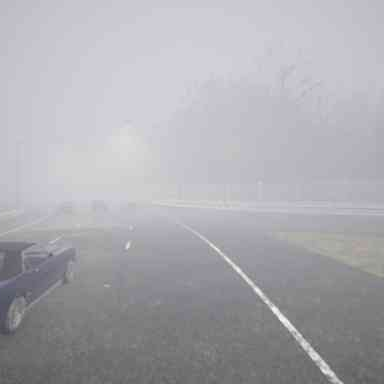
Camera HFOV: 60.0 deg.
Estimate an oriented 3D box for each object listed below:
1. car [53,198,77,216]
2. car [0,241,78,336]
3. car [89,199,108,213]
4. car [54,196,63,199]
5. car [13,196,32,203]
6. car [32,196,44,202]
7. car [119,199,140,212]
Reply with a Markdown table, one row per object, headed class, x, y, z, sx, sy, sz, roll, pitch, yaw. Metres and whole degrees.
| class | x | y | z | sx | sy | sz | roll | pitch | yaw |
| --- | --- | --- | --- | --- | --- | --- | --- | --- | --- |
| car | -13.047 | 1.647 | 34.613 | 2.033 | 1.411 | 5.357 | 0 | 0 | -19 |
| car | -3.783 | 1.629 | 6.610 | 1.895 | 1.301 | 4.718 | 0 | 0 | -4 |
| car | -10.946 | 1.593 | 39.011 | 1.837 | 1.490 | 4.892 | 0 | 0 | -21 |
| car | -32.272 | 1.583 | 80.572 | 1.812 | 1.442 | 4.674 | 0 | 0 | -33 |
| car | -39.098 | 1.629 | 75.758 | 4.902 | 1.511 | 2.128 | 0 | 0 | 42 |
| car | -36.661 | 1.683 | 78.268 | 4.718 | 1.301 | 1.895 | 0 | 0 | 42 |
| car | -7.618 | 1.589 | 40.115 | 1.812 | 1.442 | 4.674 | 0 | 0 | -21 |
